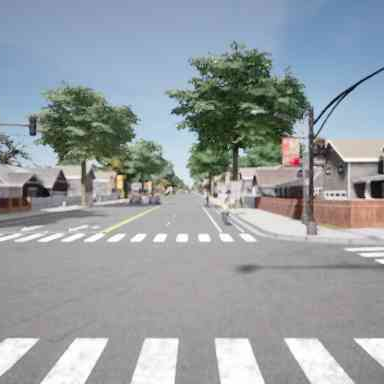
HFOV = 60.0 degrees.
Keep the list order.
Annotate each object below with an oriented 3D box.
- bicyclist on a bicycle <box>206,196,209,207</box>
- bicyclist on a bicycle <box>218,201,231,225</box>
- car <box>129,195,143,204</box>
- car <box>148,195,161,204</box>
[{"bbox_3d":[2.213,1.350,47.032,0.582,1.620,1.656,0,0,0],"label":"bicyclist on a bicycle"},{"bbox_3d":[2.213,1.394,22.206,0.866,1.612,1.509,0,0,0],"label":"bicyclist on a bicycle"},{"bbox_3d":[-9.794,1.359,58.435,2.128,1.511,4.902,0,0,0],"label":"car"},{"bbox_3d":[-6.545,1.359,58.438,2.128,1.511,4.902,0,0,0],"label":"car"}]
